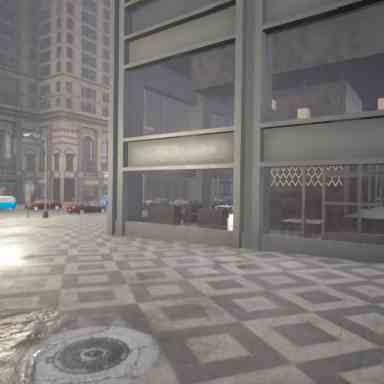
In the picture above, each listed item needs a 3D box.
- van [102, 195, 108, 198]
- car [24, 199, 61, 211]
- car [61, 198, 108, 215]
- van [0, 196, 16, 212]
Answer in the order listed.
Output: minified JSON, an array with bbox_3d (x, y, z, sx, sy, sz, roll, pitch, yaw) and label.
[{"bbox_3d":[-12.045,1.414,50.259,1.690,1.788,3.998,1,0,35],"label":"van"},{"bbox_3d":[-18.418,1.576,41.231,1.887,1.381,4.507,1,0,35],"label":"car"},{"bbox_3d":[-11.439,1.715,36.285,1.887,1.381,4.507,1,0,35],"label":"car"},{"bbox_3d":[-21.601,1.352,36.716,1.690,1.788,3.998,1,0,35],"label":"van"}]
